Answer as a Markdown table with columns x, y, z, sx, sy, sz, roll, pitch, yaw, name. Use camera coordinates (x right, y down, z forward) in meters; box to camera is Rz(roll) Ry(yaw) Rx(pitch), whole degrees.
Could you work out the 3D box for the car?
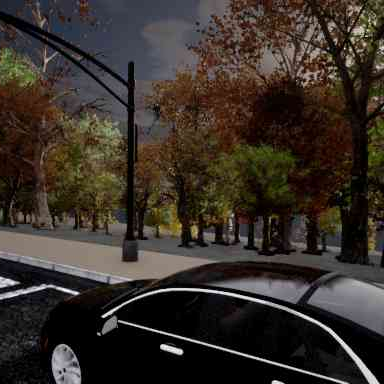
| x | y | z | sx | sy | sz | roll | pitch | yaw | name |
| --- | --- | --- | --- | --- | --- | --- | --- | --- | --- |
| 0.376 | 1.505 | 3.406 | 4.892 | 1.490 | 1.837 | 0 | 0 | 36 | car |
